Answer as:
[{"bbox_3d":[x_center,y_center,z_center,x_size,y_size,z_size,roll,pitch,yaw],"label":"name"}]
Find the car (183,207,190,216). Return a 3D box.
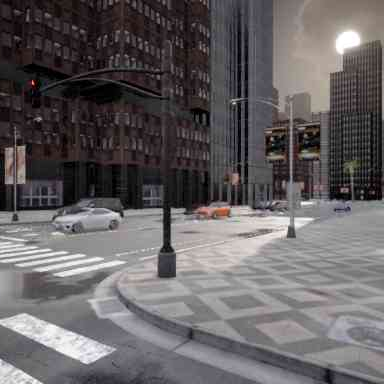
[{"bbox_3d":[0.843,2.038,37.774,1.994,1.385,4.181,0,-1,35],"label":"car"}]

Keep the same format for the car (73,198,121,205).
[{"bbox_3d":[-7.747,1.480,25.634,2.150,2.045,5.566,0,-1,35],"label":"car"}]

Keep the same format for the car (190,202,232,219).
[{"bbox_3d":[2.247,1.798,34.130,2.097,1.767,4.553,0,-1,35],"label":"car"}]

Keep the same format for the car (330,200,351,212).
[{"bbox_3d":[24.268,2.428,53.660,2.033,1.411,5.357,0,-1,34],"label":"car"}]

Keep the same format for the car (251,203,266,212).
[{"bbox_3d":[11.035,2.385,52.022,1.895,1.301,4.718,0,-1,35],"label":"car"}]

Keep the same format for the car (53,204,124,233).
[{"bbox_3d":[-6.638,1.749,21.583,1.812,1.442,4.674,0,-1,35],"label":"car"}]

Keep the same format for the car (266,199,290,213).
[{"bbox_3d":[13.200,2.233,49.469,1.837,1.490,4.892,0,-1,36],"label":"car"}]
